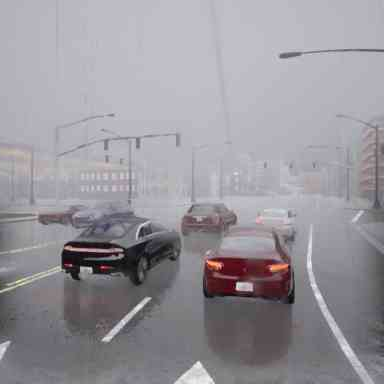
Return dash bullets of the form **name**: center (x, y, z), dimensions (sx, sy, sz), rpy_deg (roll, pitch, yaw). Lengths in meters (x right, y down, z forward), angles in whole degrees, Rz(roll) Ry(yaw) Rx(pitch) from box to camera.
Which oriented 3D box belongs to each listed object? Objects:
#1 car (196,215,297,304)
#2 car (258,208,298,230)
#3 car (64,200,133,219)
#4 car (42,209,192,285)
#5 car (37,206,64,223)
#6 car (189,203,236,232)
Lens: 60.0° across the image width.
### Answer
- **car**: center (1.465, 1.526, 8.175), dimensions (1.812, 1.442, 4.674), rpy_deg (0, 0, 13)
- **car**: center (4.215, 1.526, 16.604), dimensions (1.812, 1.442, 4.674), rpy_deg (0, 0, 20)
- **car**: center (-5.493, 1.351, 21.102), dimensions (2.097, 1.767, 4.553), rpy_deg (0, 0, 21)
- **car**: center (-1.716, 1.491, 9.625), dimensions (2.128, 1.511, 4.902), rpy_deg (0, 0, 14)
- **car**: center (-8.418, 1.601, 23.252), dimensions (1.895, 1.301, 4.718), rpy_deg (0, 0, 21)
- **car**: center (1.070, 1.352, 18.071), dimensions (2.097, 1.767, 4.553), rpy_deg (0, 0, 19)
